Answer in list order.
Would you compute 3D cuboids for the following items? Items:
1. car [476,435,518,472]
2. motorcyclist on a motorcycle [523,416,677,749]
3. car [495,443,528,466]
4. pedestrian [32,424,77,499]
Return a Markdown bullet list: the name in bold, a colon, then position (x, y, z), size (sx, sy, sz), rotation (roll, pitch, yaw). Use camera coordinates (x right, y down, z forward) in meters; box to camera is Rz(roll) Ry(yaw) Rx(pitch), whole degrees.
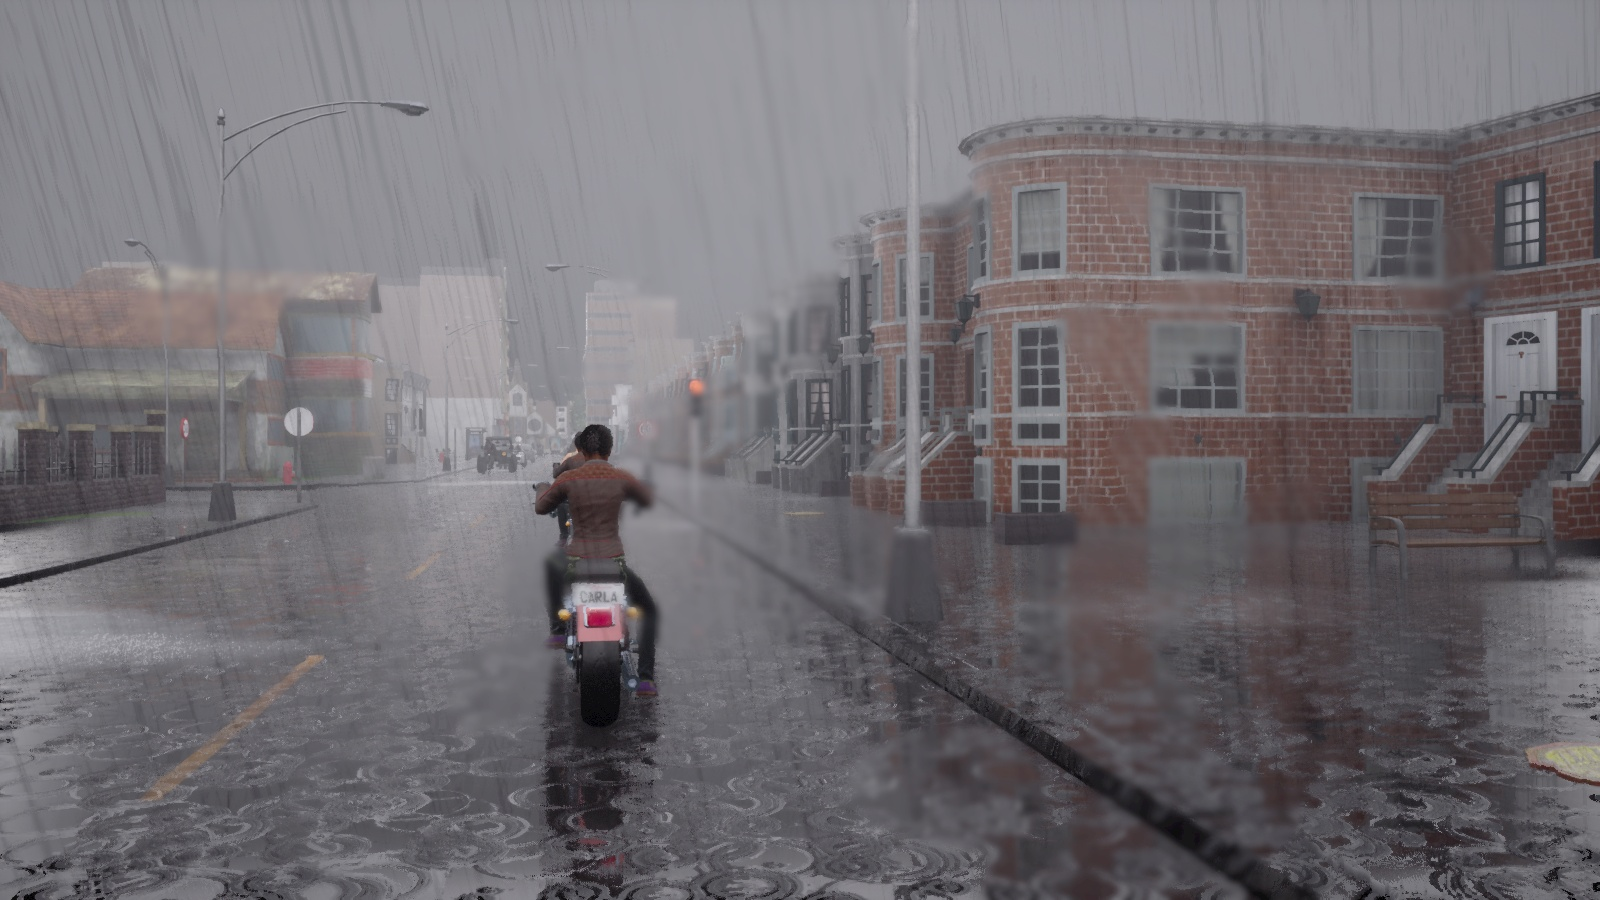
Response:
- **car**: position (-15.980, 0.179, 66.370), size (1.905, 1.878, 3.866), rotation (0, 0, -10)
- **motorcyclist on a motorcycle**: position (-1.211, 0.656, 7.458), size (0.766, 1.649, 2.350), rotation (0, 0, -10)
- **car**: position (-18.796, 0.265, 81.942), size (1.970, 1.475, 3.806), rotation (0, 0, -10)
- **pedestrian**: position (-17.997, 0.277, 30.338), size (0.869, 1.805, 0.328), rotation (0, 0, -9)
